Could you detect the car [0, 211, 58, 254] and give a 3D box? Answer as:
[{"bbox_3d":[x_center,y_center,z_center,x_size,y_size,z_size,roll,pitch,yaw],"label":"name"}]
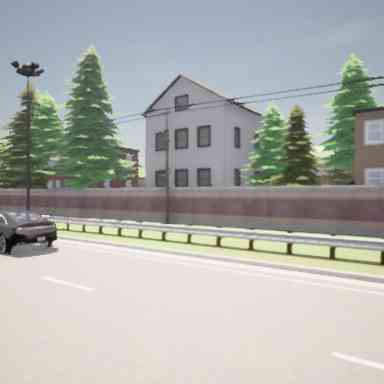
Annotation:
[{"bbox_3d":[-7.491,1.515,13.612,4.902,1.511,2.128,0,0,36],"label":"car"}]
